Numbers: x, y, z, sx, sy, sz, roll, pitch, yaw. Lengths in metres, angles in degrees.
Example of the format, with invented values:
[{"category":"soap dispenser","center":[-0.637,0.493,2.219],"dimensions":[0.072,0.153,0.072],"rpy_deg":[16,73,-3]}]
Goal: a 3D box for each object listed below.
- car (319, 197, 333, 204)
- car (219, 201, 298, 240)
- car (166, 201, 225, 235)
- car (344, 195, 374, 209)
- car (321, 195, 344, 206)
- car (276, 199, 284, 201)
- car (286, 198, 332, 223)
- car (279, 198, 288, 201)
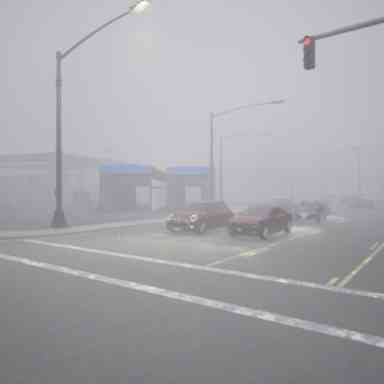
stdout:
[{"category":"car","center":[13.114,1.533,34.498],"dimensions":[1.895,1.301,4.718],"rpy_deg":[0,0,16]},{"category":"car","center":[3.649,1.461,17.368],"dimensions":[1.882,1.535,5.008],"rpy_deg":[0,0,36]},{"category":"car","center":[0.530,1.337,19.036],"dimensions":[2.097,1.767,4.553],"rpy_deg":[0,0,36]},{"category":"car","center":[21.920,1.463,43.410],"dimensions":[1.994,1.385,4.181],"rpy_deg":[0,0,5]},{"category":"car","center":[21.656,1.229,53.365],"dimensions":[2.097,1.767,4.553],"rpy_deg":[0,0,-8]},{"category":"car","center":[5.451,1.526,26.142],"dimensions":[1.994,1.385,4.181],"rpy_deg":[0,0,31]},{"category":"car","center":[8.965,1.450,25.217],"dimensions":[2.128,1.511,4.902],"rpy_deg":[0,0,30]},{"category":"car","center":[9.689,1.413,35.306],"dimensions":[1.882,1.535,5.008],"rpy_deg":[0,0,16]}]
